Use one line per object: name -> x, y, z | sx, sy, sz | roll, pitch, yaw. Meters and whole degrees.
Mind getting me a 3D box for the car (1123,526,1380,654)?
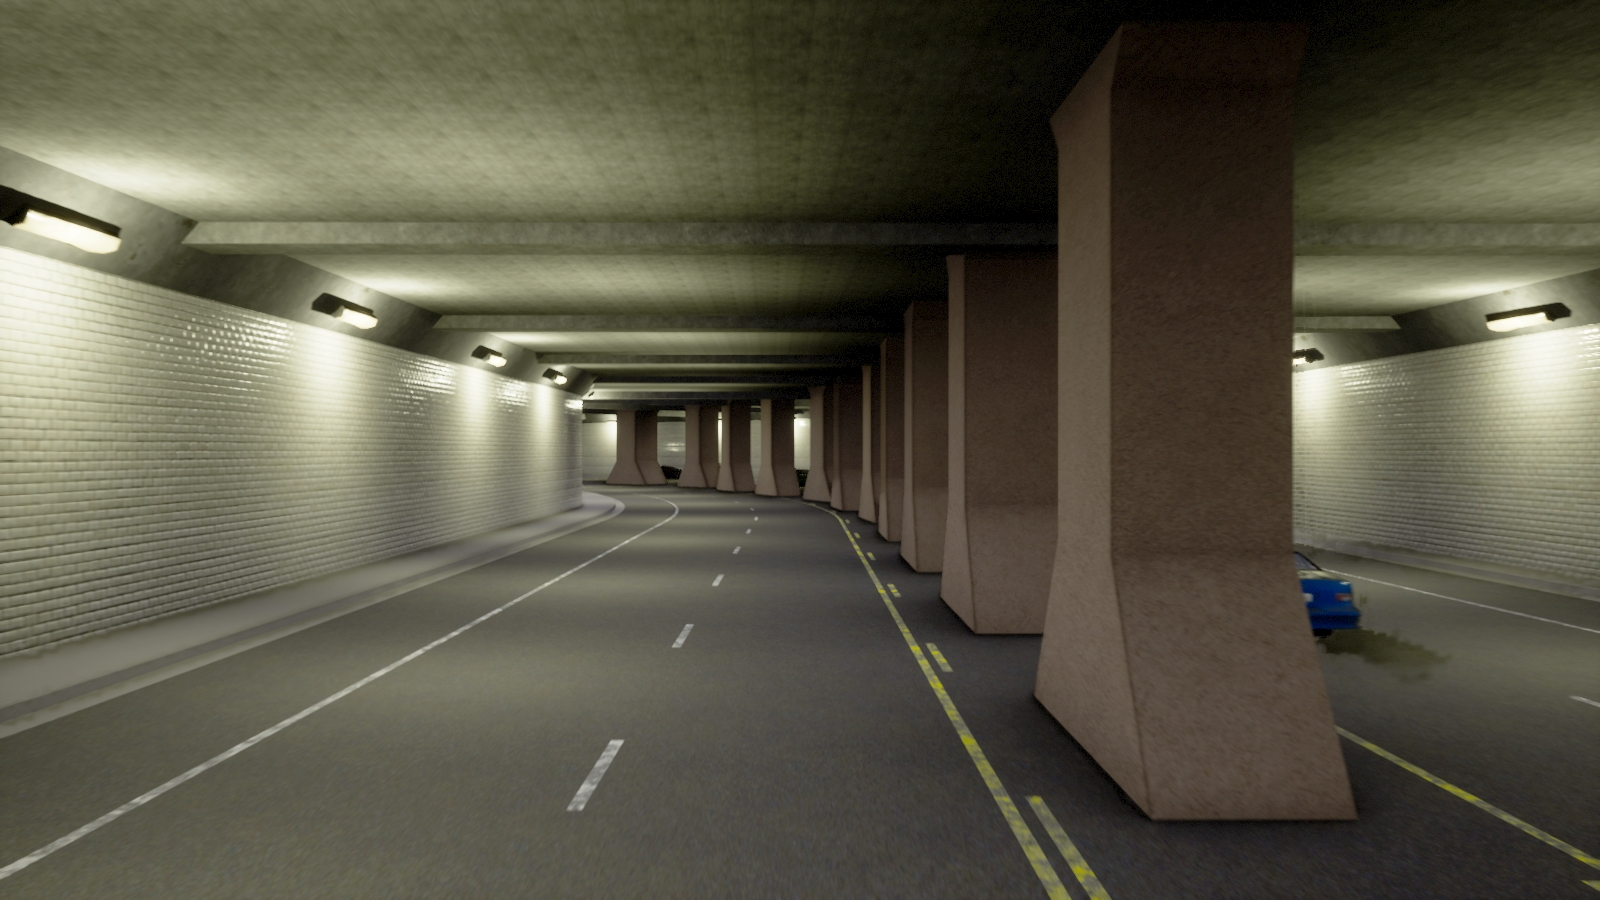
car -> 6.995, 2.106, 18.458 | 2.033, 1.411, 5.357 | 0, 0, 0
